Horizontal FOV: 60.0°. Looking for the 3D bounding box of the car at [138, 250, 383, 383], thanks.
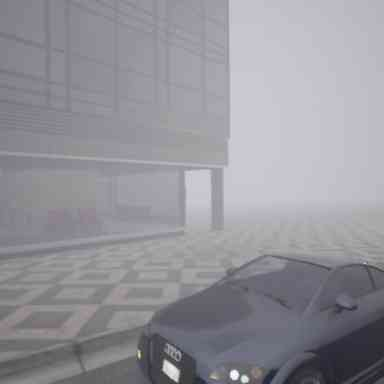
[{"bbox_3d":[1.417,1.536,4.390,4.181,1.385,1.994,-1,0,-35],"label":"car"}]
